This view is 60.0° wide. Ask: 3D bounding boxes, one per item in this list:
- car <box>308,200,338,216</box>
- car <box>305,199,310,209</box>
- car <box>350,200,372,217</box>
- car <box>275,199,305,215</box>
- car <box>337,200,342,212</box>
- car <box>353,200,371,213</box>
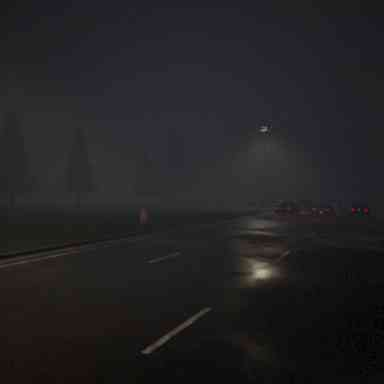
[{"bbox_3d":[14.078,1.809,35.543,1.895,1.301,4.718,0,0,29],"label":"car"},{"bbox_3d":[15.465,1.755,45.578,1.837,1.490,4.892,0,0,29],"label":"car"},{"bbox_3d":[17.173,1.771,33.907,2.033,1.411,5.357,0,0,29],"label":"car"},{"bbox_3d":[10.446,1.734,36.191,2.033,1.411,5.357,0,0,28],"label":"car"},{"bbox_3d":[18.772,1.746,44.327,1.882,1.535,5.008,0,0,29],"label":"car"},{"bbox_3d":[22.096,1.791,43.107,1.837,1.490,4.892,0,0,29],"label":"car"}]
